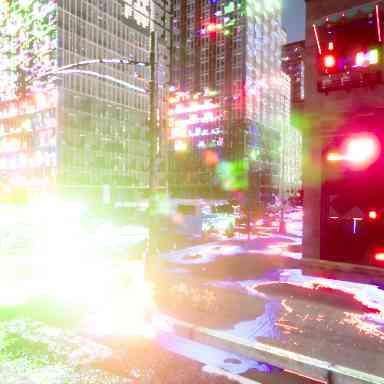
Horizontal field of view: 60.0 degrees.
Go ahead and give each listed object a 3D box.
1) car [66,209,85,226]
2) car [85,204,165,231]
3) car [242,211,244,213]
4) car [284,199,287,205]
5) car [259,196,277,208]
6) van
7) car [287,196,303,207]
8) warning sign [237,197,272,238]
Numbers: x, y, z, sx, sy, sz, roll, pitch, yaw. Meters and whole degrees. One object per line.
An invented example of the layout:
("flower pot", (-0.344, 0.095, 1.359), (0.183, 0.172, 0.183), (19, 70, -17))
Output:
("car", (-6.084, 1.467, 21.871), (1.947, 1.339, 4.313), (1, 1, 35))
("car", (-3.867, 1.540, 20.522), (1.895, 1.301, 4.718), (1, 1, 35))
("car", (4.229, 1.439, 31.977), (1.812, 1.442, 4.674), (1, 1, 35))
("car", (16.160, 1.364, 53.365), (1.752, 1.417, 4.829), (1, 1, 35))
("car", (9.875, 1.293, 44.465), (1.967, 1.590, 4.097), (1, 1, 35))
("van", (0.763, 1.368, 17.034), (1.690, 1.788, 3.998), (1, 1, 35))
("car", (16.004, 1.373, 48.481), (1.882, 1.535, 5.008), (1, 1, 35))
("warning sign", (3.048, 1.177, 16.147), (1.300, 1.860, 1.060), (1, 1, 35))
